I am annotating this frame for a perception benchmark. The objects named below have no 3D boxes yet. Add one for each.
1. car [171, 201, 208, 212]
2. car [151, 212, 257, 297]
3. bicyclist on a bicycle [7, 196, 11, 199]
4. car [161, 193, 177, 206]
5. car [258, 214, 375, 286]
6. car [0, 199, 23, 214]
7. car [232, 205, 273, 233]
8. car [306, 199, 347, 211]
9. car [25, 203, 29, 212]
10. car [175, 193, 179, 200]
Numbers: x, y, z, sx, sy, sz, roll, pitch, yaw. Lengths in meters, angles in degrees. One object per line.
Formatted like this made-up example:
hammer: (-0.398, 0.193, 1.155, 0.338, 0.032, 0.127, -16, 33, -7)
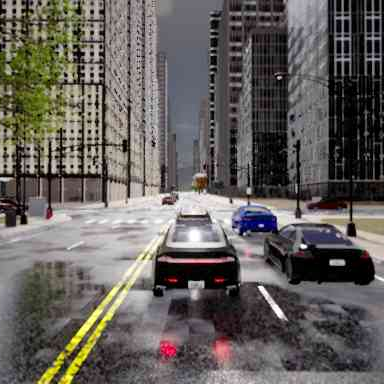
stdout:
car: (0.080, 1.478, 17.949, 2.128, 1.511, 4.902, 0, 0, 0)
car: (0.090, 1.486, 8.532, 2.128, 1.511, 4.902, 0, 0, 0)
bicyclist on a bicycle: (-25.207, 1.361, 45.868, 0.582, 1.620, 1.656, 0, 0, 2)
car: (-3.946, 1.413, 54.783, 1.882, 1.535, 5.008, 0, 1, -1)
car: (3.326, 1.557, 9.475, 1.994, 1.385, 4.181, 0, 0, 2)
car: (-19.042, 1.404, 31.573, 4.674, 1.442, 1.812, 0, -1, 2)
car: (3.330, 1.464, 18.469, 1.882, 1.535, 5.008, 0, 0, 0)
car: (16.129, 1.586, 40.022, 4.674, 1.442, 1.812, -1, -1, 1)
car: (-18.914, 1.448, 34.821, 4.674, 1.442, 1.812, 0, -1, 2)
car: (-4.142, 1.450, 70.023, 2.033, 1.411, 5.357, 0, 0, -1)
